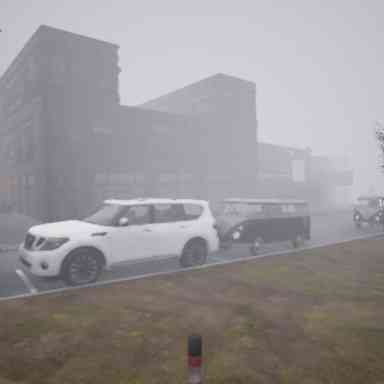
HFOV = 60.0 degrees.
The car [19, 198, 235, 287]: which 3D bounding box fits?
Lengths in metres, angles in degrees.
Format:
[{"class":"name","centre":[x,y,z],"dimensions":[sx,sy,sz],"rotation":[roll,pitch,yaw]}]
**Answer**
[{"class":"car","centre":[-1.711,1.187,9.419],"dimensions":[5.566,2.045,2.435],"rotation":[1,0,-39]}]

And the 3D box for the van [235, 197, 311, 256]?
[{"class":"van","centre":[2.675,1.215,12.742],"dimensions":[4.442,1.987,1.878],"rotation":[2,0,-40]}]

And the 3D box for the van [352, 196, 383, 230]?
[{"class":"van","centre":[11.211,1.240,19.971],"dimensions":[4.442,1.987,1.878],"rotation":[2,0,-44]}]
